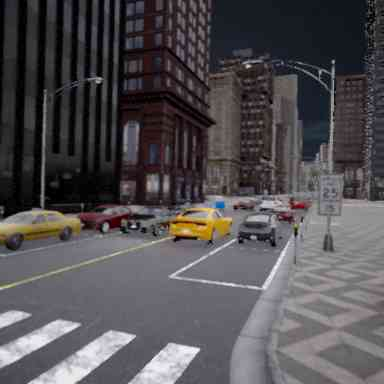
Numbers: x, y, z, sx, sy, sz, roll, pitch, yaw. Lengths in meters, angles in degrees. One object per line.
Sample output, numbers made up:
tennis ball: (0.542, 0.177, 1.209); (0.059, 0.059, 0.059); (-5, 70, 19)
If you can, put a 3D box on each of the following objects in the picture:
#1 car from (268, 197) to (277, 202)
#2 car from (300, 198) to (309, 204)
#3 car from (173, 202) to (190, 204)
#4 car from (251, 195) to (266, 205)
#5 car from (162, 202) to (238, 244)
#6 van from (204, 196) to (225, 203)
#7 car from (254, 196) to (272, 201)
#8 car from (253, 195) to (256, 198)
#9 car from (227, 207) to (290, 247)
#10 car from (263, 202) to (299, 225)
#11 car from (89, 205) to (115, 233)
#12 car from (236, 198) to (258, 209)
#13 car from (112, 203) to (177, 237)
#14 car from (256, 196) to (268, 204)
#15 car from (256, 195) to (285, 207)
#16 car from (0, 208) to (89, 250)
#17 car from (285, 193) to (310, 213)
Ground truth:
car: (22.200, 1.945, 91.570); (1.802, 1.307, 4.206); (2, 0, 20)
car: (27.639, 2.141, 81.702); (1.947, 1.339, 4.313); (2, 0, 20)
car: (-1.030, 1.510, 28.689); (1.947, 1.339, 4.313); (2, 0, 20)
car: (13.671, 1.556, 68.466); (2.192, 1.841, 5.009); (2, 0, 20)
car: (0.601, 1.515, 16.264); (1.882, 1.535, 5.008); (2, 0, 20)
van: (2.650, 1.359, 38.632); (1.690, 1.788, 3.998); (2, 0, 20)
car: (18.523, 1.678, 86.614); (4.403, 1.369, 2.008); (1, 1, 11)
car: (11.826, 1.787, 63.495); (1.802, 1.307, 4.206); (2, 0, 20)
car: (3.315, 1.668, 15.858); (2.008, 1.369, 4.403); (2, 0, 20)
car: (7.056, 1.733, 25.987); (1.887, 1.381, 4.507); (2, 0, 20)
car: (-4.702, 1.419, 18.745); (1.887, 1.381, 4.507); (2, 0, 20)
car: (6.363, 1.720, 40.875); (1.895, 1.301, 4.718); (2, 0, 21)
car: (-2.141, 1.515, 18.009); (1.994, 1.385, 4.181); (2, 0, 20)
car: (15.505, 1.712, 73.439); (1.967, 1.590, 4.097); (2, 0, 20)
car: (9.799, 1.442, 41.200); (2.150, 2.045, 5.566); (2, 0, 21)
car: (-6.597, 1.367, 13.614); (1.752, 1.417, 4.829); (2, 0, 20)
car: (13.689, 1.547, 42.927); (2.150, 2.045, 5.566); (2, 0, 20)
